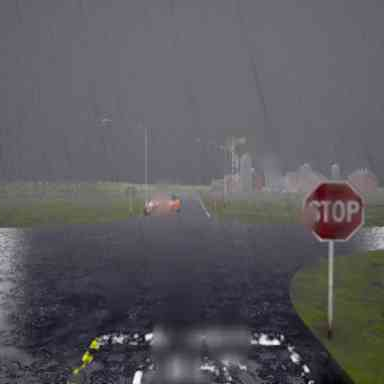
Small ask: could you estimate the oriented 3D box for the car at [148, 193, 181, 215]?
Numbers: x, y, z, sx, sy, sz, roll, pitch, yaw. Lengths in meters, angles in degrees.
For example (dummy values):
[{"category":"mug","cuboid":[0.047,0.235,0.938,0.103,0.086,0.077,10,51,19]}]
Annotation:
[{"category":"car","cuboid":[-2.350,0.989,28.945,2.097,1.767,4.553,0,1,9]}]
